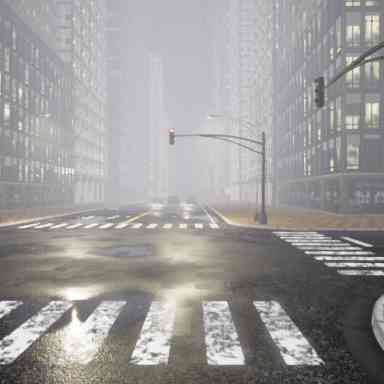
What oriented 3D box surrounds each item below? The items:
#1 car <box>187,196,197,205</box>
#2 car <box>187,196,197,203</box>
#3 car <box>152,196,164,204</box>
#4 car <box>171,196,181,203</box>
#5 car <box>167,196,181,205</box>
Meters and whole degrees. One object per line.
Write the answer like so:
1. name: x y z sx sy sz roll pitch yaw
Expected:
1. car: -0.034 1.703 60.626 1.895 1.301 4.718 0 0 0
2. car: -0.039 1.540 70.598 1.994 1.385 4.181 0 0 0
3. car: -6.536 1.607 64.344 2.128 1.511 4.902 0 0 0
4. car: -3.290 1.565 70.209 1.895 1.301 4.718 0 0 0
5. car: -3.284 1.452 60.149 2.097 1.767 4.553 0 0 0
